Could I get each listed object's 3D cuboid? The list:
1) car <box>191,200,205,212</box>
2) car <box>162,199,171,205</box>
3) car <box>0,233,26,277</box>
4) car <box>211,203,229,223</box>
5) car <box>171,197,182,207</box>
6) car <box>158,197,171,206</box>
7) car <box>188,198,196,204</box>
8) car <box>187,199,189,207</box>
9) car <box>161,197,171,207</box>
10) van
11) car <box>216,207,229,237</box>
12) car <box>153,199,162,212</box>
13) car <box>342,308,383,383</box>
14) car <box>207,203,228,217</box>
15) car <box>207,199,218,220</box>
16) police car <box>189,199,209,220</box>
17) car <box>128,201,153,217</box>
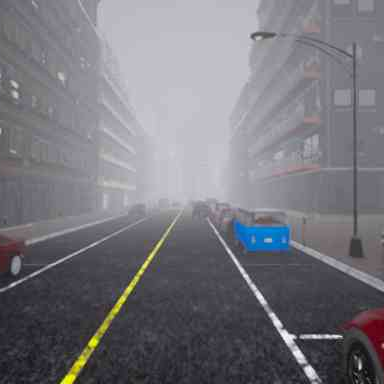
[{"bbox_3d":[0.822,1.980,47.573,1.837,1.490,4.892,0,-1,0],"label":"car"},{"bbox_3d":[-5.697,2.324,75.533,1.802,1.307,4.206,0,-1,0],"label":"car"},{"bbox_3d":[-5.689,1.626,7.899,1.887,1.381,4.507,0,-1,0],"label":"car"},{"bbox_3d":[2.690,1.795,24.805,1.887,1.381,4.507,0,-1,0],"label":"car"},{"bbox_3d":[-3.027,2.238,64.578,1.895,1.301,4.718,0,-1,1],"label":"car"},{"bbox_3d":[-5.695,2.003,69.900,2.192,1.841,5.009,0,-1,0],"label":"car"},{"bbox_3d":[-0.008,2.156,82.122,1.882,1.535,5.008,0,-1,0],"label":"car"},{"bbox_3d":[-0.007,2.152,67.121,2.128,1.511,4.902,0,-1,0],"label":"car"},{"bbox_3d":[-5.695,2.075,64.262,1.967,1.590,4.097,0,-1,0],"label":"car"},{"bbox_3d":[2.691,1.479,13.535,1.690,1.788,3.998,0,-1,0],"label":"van"},{"bbox_3d":[2.690,1.760,19.169,1.947,1.339,4.313,0,-1,0],"label":"car"},{"bbox_3d":[-5.694,1.995,47.182,1.752,1.417,4.829,0,-1,0],"label":"car"},{"bbox_3d":[2.692,1.465,2.261,1.967,1.590,4.097,0,-1,0],"label":"car"},{"bbox_3d":[2.689,1.913,36.077,2.008,1.369,4.403,0,-1,0],"label":"car"},{"bbox_3d":[2.689,1.747,30.443,1.967,1.590,4.097,0,-1,0],"label":"car"},{"bbox_3d":[0.897,1.744,31.685,1.930,1.638,5.238,0,-1,0],"label":"police car"},{"bbox_3d":[-5.693,1.928,36.079,1.947,1.339,4.313,0,-1,0],"label":"car"}]
